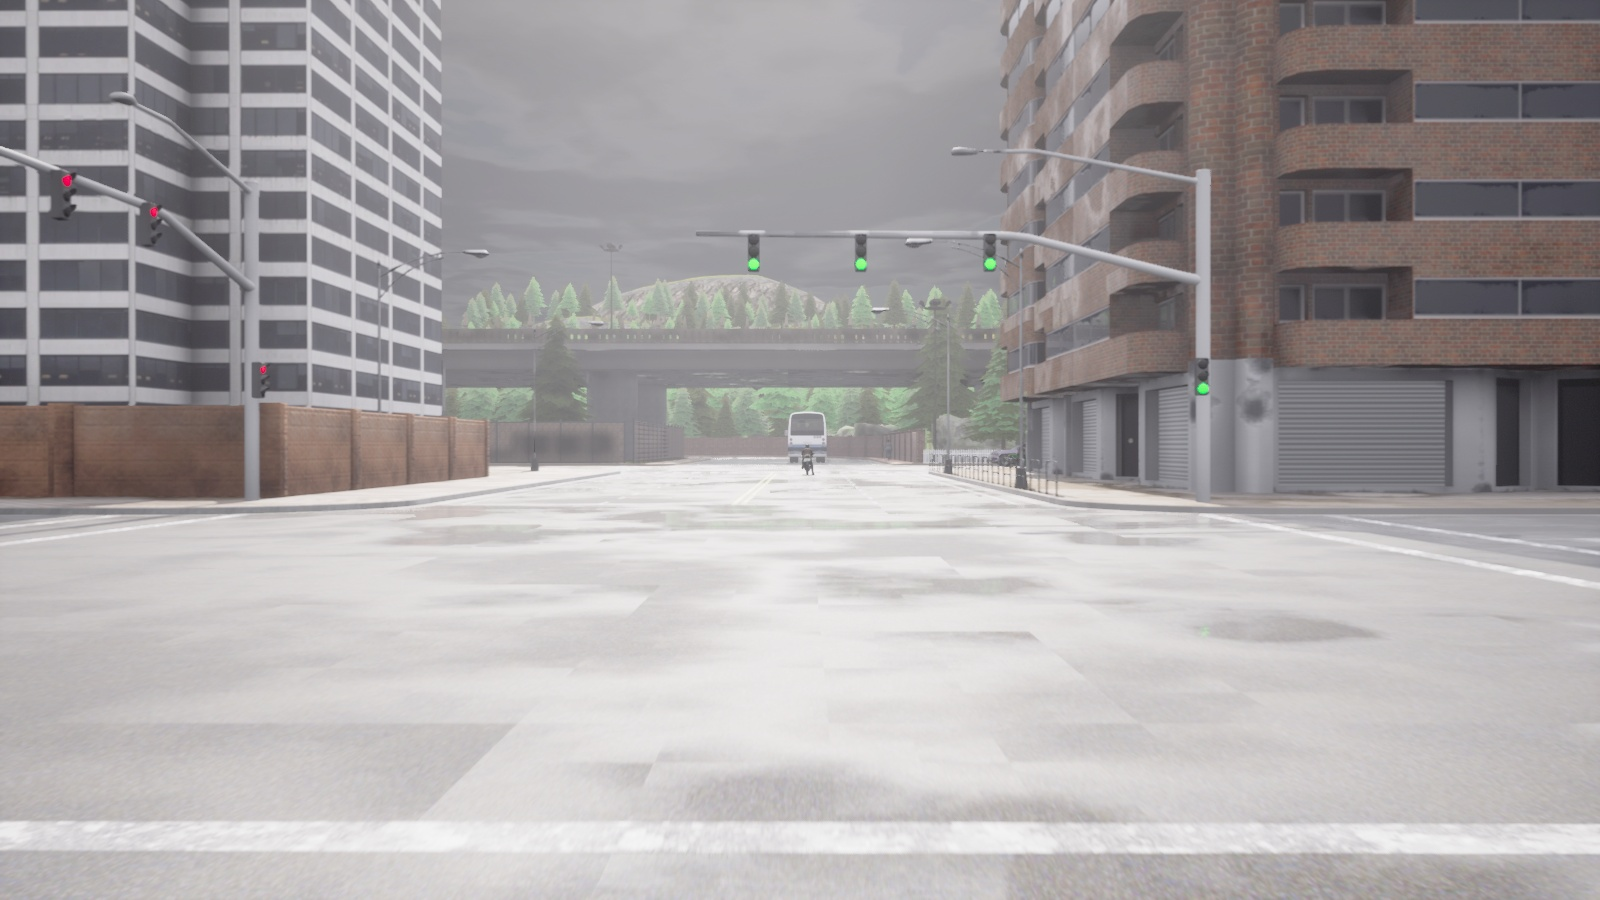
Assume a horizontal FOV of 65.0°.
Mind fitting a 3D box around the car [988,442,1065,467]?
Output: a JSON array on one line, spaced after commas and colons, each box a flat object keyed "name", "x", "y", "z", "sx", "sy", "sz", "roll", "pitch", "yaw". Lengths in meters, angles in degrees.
[{"name": "car", "x": 15.285, "y": 0.296, "z": 85.025, "sx": 4.856, "sy": 1.649, "sz": 2.033, "roll": 0, "pitch": 0, "yaw": 1}]
